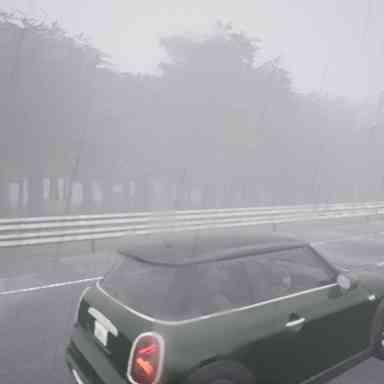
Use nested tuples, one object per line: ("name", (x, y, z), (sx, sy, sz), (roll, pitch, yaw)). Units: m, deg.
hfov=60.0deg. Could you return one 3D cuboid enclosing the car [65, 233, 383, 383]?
("car", (0.868, 1.335, 4.367), (4.553, 1.767, 2.097), (0, 0, -36))
